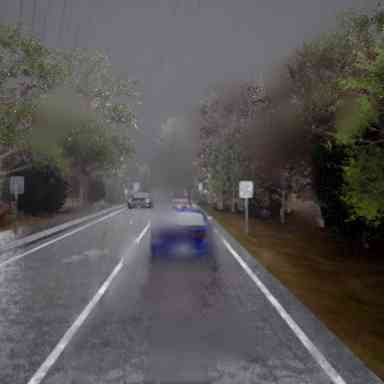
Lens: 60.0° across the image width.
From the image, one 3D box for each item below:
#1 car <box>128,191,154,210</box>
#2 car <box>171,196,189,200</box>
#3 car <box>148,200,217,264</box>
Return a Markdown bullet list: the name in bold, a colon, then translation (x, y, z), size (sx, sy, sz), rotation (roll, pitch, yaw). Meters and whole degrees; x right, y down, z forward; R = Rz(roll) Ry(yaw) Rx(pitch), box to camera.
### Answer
- **car**: translation (-4.872, 0.733, 32.016), size (2.097, 1.767, 4.553), rotation (-1, 1, -2)
- **car**: translation (-0.921, 1.027, 25.494), size (2.033, 1.411, 5.357), rotation (-1, 1, -2)
- **car**: translation (-0.309, 1.265, 11.069), size (1.882, 1.535, 5.008), rotation (-1, 2, -2)
